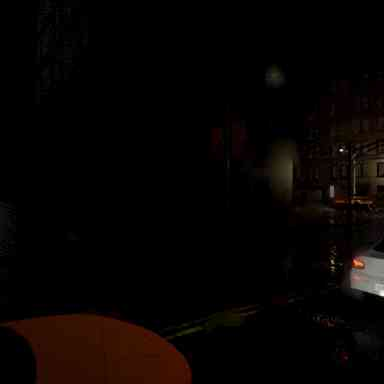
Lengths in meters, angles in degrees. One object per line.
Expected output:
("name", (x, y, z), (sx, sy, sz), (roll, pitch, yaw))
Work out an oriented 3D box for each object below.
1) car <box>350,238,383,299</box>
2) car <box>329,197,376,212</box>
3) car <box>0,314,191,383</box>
("car", (5.238, 1.528, 7.173), (4.674, 1.442, 1.812), (0, 0, -35))
("car", (18.290, 1.575, 38.189), (1.895, 1.301, 4.718), (1, 0, -36))
("car", (-2.262, 1.478, 1.830), (5.008, 1.535, 1.882), (0, 0, -35))
